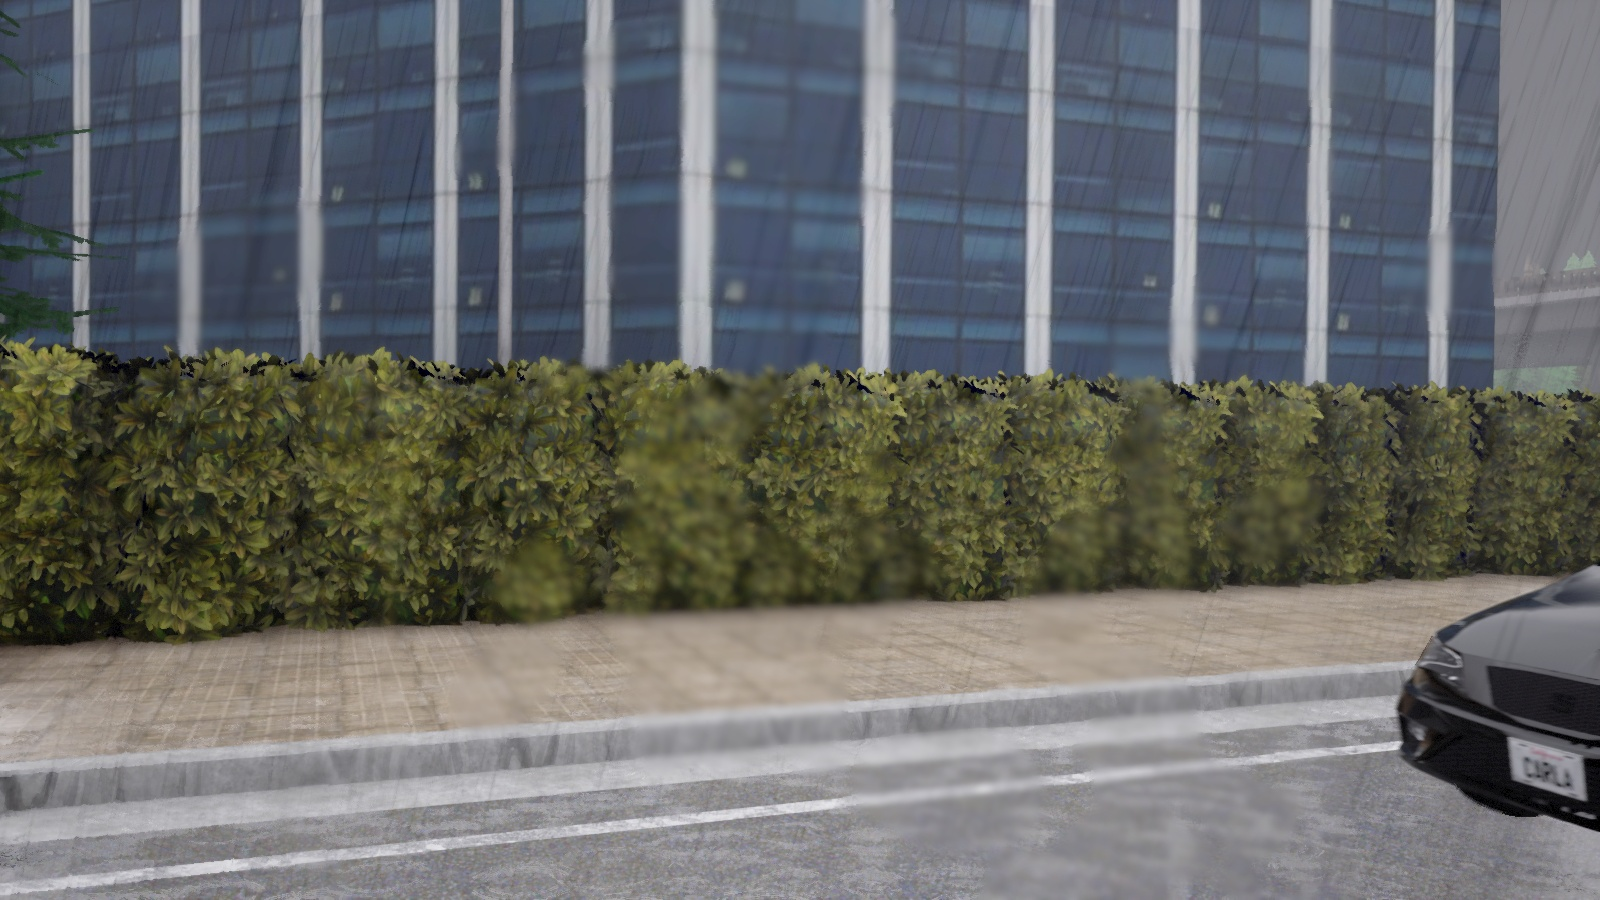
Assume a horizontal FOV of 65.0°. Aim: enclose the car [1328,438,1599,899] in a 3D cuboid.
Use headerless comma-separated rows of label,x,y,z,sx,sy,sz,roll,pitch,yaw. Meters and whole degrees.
car,4.393,0.684,4.907,4.193,1.474,1.816,-1,1,-21
